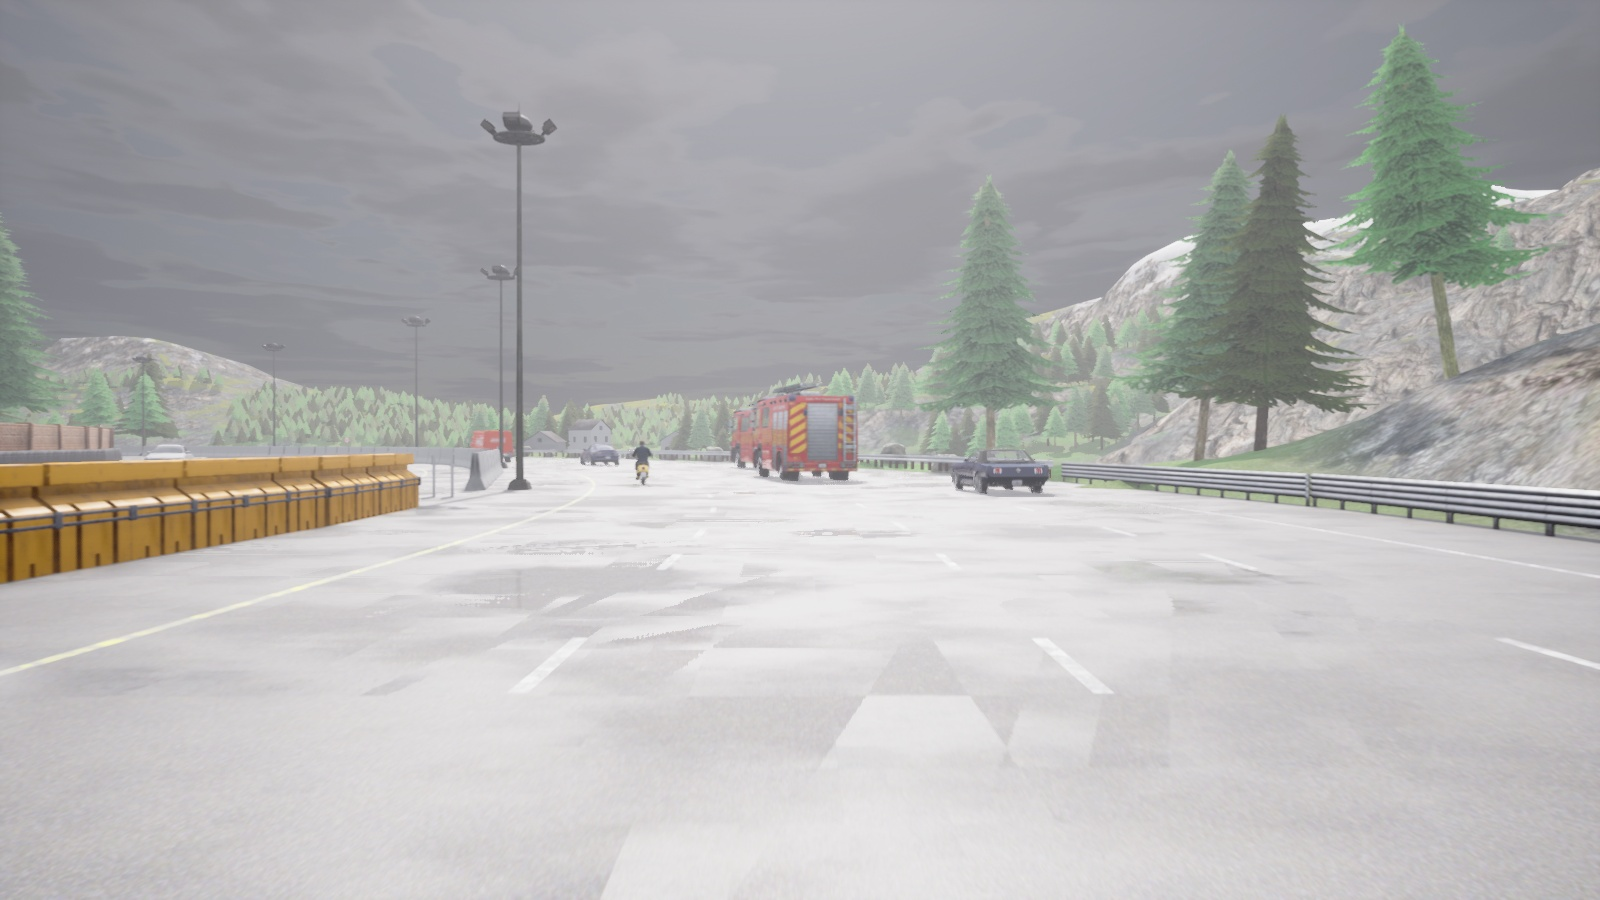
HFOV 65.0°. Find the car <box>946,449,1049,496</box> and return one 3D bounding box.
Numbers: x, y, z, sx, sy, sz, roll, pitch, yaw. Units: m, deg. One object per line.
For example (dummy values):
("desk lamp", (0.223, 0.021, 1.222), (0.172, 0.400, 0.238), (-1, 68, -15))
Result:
("car", (5.937, 0.636, 38.261), (1.895, 1.301, 4.718), (0, 0, -7))

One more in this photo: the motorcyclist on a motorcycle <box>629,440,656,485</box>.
("motorcyclist on a motorcycle", (-5.686, 0.441, 45.187), (0.866, 1.590, 1.817), (-1, 0, -10))

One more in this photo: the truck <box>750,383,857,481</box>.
("truck", (-0.026, -0.718, 53.126), (2.891, 3.827, 8.468), (0, 0, -11))

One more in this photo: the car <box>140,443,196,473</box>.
("car", (-31.563, 0.393, 62.792), (1.812, 1.442, 4.674), (0, 0, -18))

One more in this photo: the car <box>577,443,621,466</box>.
("car", (-13.541, 0.286, 84.364), (1.812, 1.442, 4.674), (0, 0, -23))

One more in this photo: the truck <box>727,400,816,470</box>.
("truck", (-1.770, -0.831, 73.071), (2.891, 3.827, 8.468), (0, 0, -18))
